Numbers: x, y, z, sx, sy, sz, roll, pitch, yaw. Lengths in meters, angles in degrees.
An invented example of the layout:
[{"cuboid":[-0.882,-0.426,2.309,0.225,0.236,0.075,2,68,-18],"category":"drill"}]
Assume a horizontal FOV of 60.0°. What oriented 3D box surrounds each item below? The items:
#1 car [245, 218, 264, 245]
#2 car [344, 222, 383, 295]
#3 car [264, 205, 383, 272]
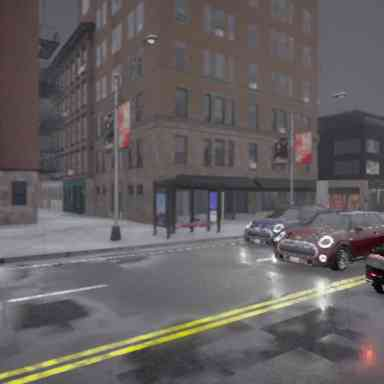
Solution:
[{"cuboid":[4.489,1.430,14.874,4.553,1.767,2.097,0,0,-35],"category":"car"},{"cuboid":[5.906,1.550,7.656,4.902,1.511,2.128,1,0,-36],"category":"car"},{"cuboid":[4.866,1.418,11.152,4.553,1.767,2.097,0,0,-35],"category":"car"}]
